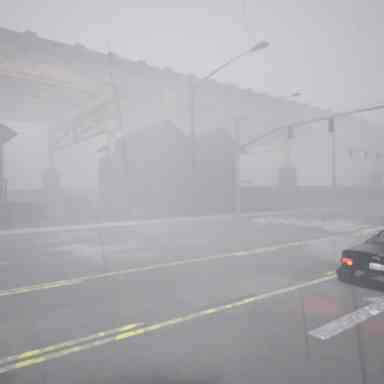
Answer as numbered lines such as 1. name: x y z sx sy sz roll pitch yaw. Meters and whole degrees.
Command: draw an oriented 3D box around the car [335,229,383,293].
1. car: 5.550 1.433 7.744 5.357 1.411 2.033 -1 0 -35
